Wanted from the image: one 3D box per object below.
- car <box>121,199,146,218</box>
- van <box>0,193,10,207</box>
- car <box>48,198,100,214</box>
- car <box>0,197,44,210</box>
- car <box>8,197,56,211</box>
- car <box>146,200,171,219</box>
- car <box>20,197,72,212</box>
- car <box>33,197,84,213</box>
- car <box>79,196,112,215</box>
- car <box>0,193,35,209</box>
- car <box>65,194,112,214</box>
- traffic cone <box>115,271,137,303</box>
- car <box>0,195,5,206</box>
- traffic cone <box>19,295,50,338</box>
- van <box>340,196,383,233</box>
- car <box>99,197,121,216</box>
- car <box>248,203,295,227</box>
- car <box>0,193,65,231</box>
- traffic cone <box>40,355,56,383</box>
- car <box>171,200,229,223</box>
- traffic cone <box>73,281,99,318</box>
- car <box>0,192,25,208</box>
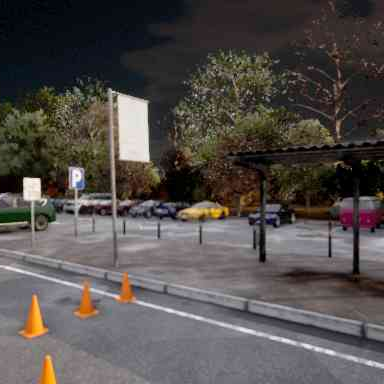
[{"bbox_3d":[-3.473,1.455,29.442,2.231,1.521,4.892,0,0,35],"label":"car"},{"bbox_3d":[-28.440,1.084,47.026,1.878,1.987,4.442,1,0,35],"label":"van"},{"bbox_3d":[-12.580,1.432,35.791,2.231,1.521,4.892,0,0,35],"label":"car"},{"bbox_3d":[-21.667,1.411,42.184,2.163,1.488,4.792,1,0,35],"label":"car"},{"bbox_3d":[-19.419,1.430,40.542,2.163,1.488,4.792,1,0,35],"label":"car"},{"bbox_3d":[-1.186,1.489,27.871,2.163,1.488,4.792,0,0,35],"label":"car"},{"bbox_3d":[-17.024,1.409,39.130,1.946,1.575,5.366,0,0,35],"label":"car"},{"bbox_3d":[-14.856,1.422,37.383,2.097,1.535,5.008,0,0,35],"label":"car"},{"bbox_3d":[-8.024,1.442,32.621,2.097,1.535,5.008,0,0,35],"label":"car"},{"bbox_3d":[-23.972,1.109,43.726,2.435,2.045,5.566,1,0,35],"label":"car"},{"bbox_3d":[-10.318,1.185,34.183,2.435,2.045,5.566,0,0,35],"label":"car"},{"bbox_3d":[-1.381,1.953,6.965,0.340,0.580,0.340,0,0,35],"label":"traffic cone"},{"bbox_3d":[-30.676,1.280,48.673,1.946,1.575,5.366,1,0,35],"label":"car"},{"bbox_3d":[-2.527,1.953,5.330,0.340,0.580,0.340,0,0,35],"label":"traffic cone"},{"bbox_3d":[10.240,1.263,19.992,1.878,1.987,4.442,0,0,35],"label":"van"},{"bbox_3d":[-5.749,1.448,31.031,2.097,1.535,5.008,0,0,35],"label":"car"},{"bbox_3d":[5.607,1.507,23.053,2.163,1.488,4.792,0,0,35],"label":"car"},{"bbox_3d":[-10.272,1.203,18.194,2.435,2.045,5.566,0,0,35],"label":"car"},{"bbox_3d":[-1.462,1.955,3.364,0.340,0.580,0.340,0,0,35],"label":"traffic cone"},{"bbox_3d":[0.966,1.463,26.105,1.946,1.575,5.366,0,0,35],"label":"car"},{"bbox_3d":[-1.954,1.953,6.148,0.340,0.580,0.340,0,0,35],"label":"traffic cone"},{"bbox_3d":[-26.215,1.086,45.363,2.435,2.045,5.566,1,0,35],"label":"car"}]
